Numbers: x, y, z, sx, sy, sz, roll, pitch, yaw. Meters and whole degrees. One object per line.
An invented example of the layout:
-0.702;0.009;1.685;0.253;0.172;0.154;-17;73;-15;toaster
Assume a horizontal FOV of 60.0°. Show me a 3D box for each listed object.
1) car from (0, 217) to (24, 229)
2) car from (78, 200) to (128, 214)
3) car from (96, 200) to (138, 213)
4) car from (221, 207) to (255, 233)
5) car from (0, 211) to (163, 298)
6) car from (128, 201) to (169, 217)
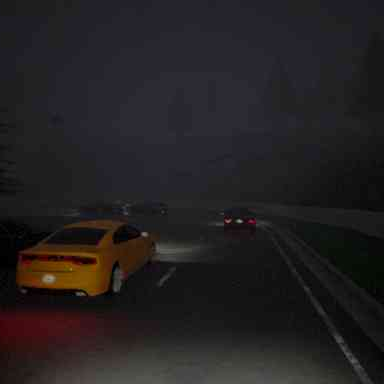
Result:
-5.730;1.478;9.515;1.837;1.490;4.892;0;0;8;car
-8.351;1.482;30.071;5.008;1.535;1.882;0;-1;39;car
-8.483;1.588;37.564;4.181;1.385;1.994;0;0;21;car
2.796;1.629;20.330;2.033;1.411;5.357;1;0;5;car
-2.331;1.480;8.667;1.882;1.535;5.008;0;0;8;car
-4.123;1.538;31.050;2.128;1.511;4.902;1;-1;-40;car
